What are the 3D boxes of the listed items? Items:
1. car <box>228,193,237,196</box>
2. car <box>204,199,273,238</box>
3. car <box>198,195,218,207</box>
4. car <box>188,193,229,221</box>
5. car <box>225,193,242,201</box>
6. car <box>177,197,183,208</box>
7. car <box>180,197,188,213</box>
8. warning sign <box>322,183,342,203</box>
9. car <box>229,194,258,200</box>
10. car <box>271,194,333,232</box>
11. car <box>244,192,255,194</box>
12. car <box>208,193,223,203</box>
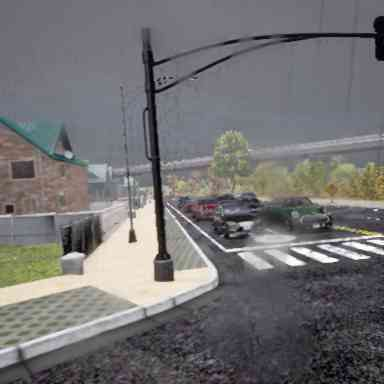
[{"bbox_3d":[3.404,1.221,36.533,1.812,1.442,4.674,-4,0,-6],"label":"car"},{"bbox_3d":[2.239,1.395,17.624,2.128,1.511,4.902,-4,0,-6],"label":"car"},{"bbox_3d":[2.186,1.267,47.761,2.033,1.411,5.357,-4,0,-6],"label":"car"},{"bbox_3d":[1.205,1.273,26.780,2.097,1.767,4.553,-4,0,-6],"label":"car"},{"bbox_3d":[7.389,0.864,59.845,1.895,1.301,4.718,-4,0,-6],"label":"car"},{"bbox_3d":[-1.064,1.470,47.590,1.837,1.490,4.892,-4,0,-6],"label":"car"},{"bbox_3d":[0.124,1.541,36.666,1.895,1.301,4.718,-4,0,-6],"label":"car"},{"bbox_3d":[13.388,0.094,31.838,1.300,1.860,1.060,-2,2,-6],"label":"warning sign"},{"bbox_3d":[4.506,1.181,26.522,1.837,1.490,4.892,-4,0,-6],"label":"car"},{"bbox_3d":[5.483,1.012,17.699,2.097,1.767,4.553,-4,0,-6],"label":"car"},{"bbox_3d":[8.504,0.761,49.862,1.812,1.442,4.674,-4,0,-6],"label":"car"},{"bbox_3d":[4.164,1.011,59.452,1.837,1.490,4.892,-4,0,-6],"label":"car"}]
